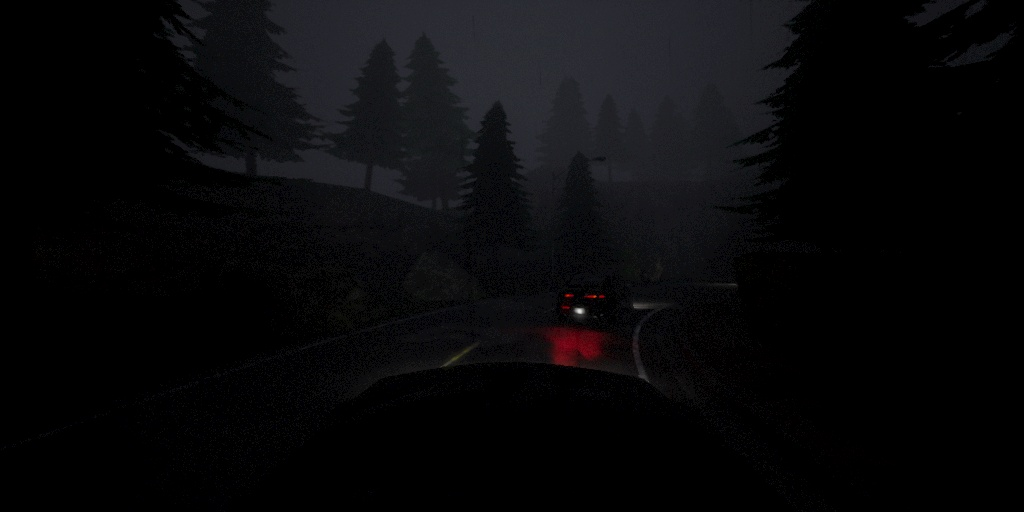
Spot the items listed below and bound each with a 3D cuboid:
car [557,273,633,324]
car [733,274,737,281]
[{"bbox_3d":[3.009,1.348,12.613,1.837,1.490,4.892,-1,0,25],"label":"car"},{"bbox_3d":[21.300,1.424,30.677,4.553,1.767,2.097,0,0,-20],"label":"car"}]
